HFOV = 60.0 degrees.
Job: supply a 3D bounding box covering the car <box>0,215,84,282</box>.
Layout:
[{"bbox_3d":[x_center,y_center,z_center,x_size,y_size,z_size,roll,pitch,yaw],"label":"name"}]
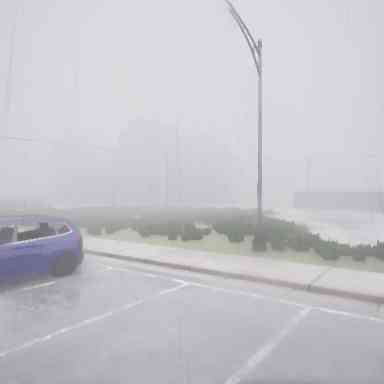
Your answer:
[{"bbox_3d":[-5.086,1.476,8.377,2.242,1.667,4.611,0,0,36],"label":"car"}]
